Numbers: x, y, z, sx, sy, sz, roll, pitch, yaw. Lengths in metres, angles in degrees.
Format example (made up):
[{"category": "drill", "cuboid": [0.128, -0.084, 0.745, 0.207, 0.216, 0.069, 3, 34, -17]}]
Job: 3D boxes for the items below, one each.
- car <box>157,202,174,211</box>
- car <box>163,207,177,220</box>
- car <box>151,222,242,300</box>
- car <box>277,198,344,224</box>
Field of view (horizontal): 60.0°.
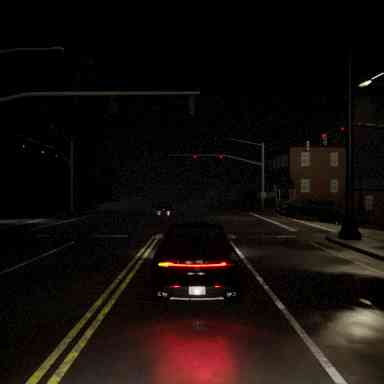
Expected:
[{"category": "car", "cuboid": [-3.668, 2.056, 45.633, 2.033, 1.411, 5.357, 0, -4, 0]}, {"category": "car", "cuboid": [-3.681, 3.615, 55.735, 2.033, 1.411, 5.357, 0, -12, 0]}, {"category": "car", "cuboid": [0.087, 1.505, 8.336, 1.837, 1.490, 4.892, 0, 0, 0]}, {"category": "car", "cuboid": [10.292, 1.498, 28.893, 5.566, 2.045, 2.150, 7, 0, 0]}]
